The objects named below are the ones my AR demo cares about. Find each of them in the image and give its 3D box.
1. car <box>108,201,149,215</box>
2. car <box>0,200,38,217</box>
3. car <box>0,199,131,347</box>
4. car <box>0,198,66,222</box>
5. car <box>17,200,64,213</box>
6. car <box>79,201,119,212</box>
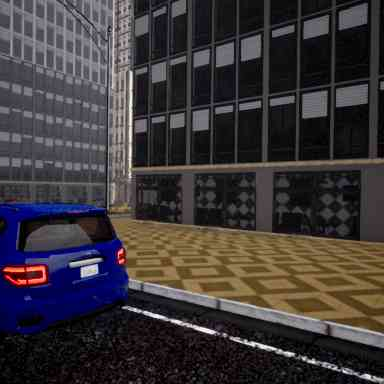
[{"bbox_3d":[-7.308,1.830,38.711,1.752,1.417,4.829,1,0,36],"label":"car"},{"bbox_3d":[-18.391,1.608,33.430,2.128,1.511,4.902,1,0,36],"label":"car"},{"bbox_3d":[-3.659,1.218,6.292,5.566,2.045,2.150,0,0,35],"label":"car"},{"bbox_3d":[-14.106,1.519,29.500,2.192,1.841,5.009,1,0,36],"label":"car"},{"bbox_3d":[-17.603,1.643,38.875,1.752,1.417,4.829,1,0,36],"label":"car"},{"bbox_3d":[-11.770,1.816,42.402,1.895,1.301,4.718,1,0,36],"label":"car"}]
